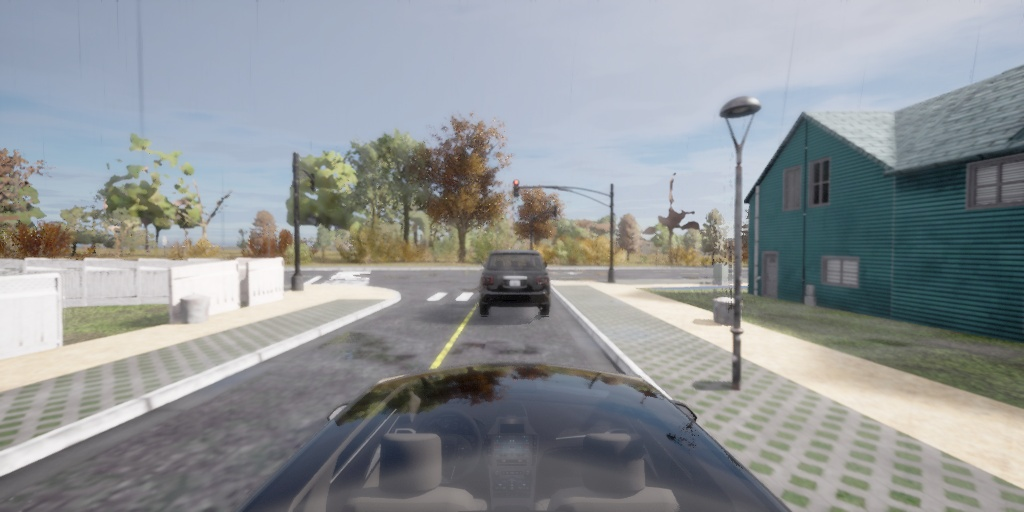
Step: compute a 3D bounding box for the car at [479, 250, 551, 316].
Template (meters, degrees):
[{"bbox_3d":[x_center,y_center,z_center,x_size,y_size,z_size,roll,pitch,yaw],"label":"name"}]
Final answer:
[{"bbox_3d":[0.086,0.803,12.557,2.150,2.045,5.566,0,1,0],"label":"car"}]
